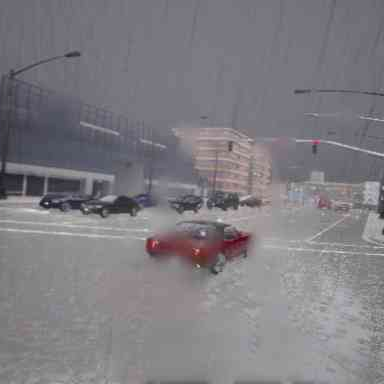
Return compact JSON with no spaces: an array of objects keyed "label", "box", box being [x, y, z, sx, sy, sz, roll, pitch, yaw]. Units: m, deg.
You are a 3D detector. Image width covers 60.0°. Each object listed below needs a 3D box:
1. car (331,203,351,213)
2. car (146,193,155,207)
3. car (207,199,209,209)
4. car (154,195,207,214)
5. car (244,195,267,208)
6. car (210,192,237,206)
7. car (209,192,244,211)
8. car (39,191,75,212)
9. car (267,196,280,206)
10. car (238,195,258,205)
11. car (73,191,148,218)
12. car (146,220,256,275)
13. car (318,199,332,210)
[{"label":"car","box":[25.070,2.712,55.894,1.895,1.301,4.718,5,1,29]},{"label":"car","box":[-4.447,0.870,31.364,1.812,1.442,4.674,5,1,29]},{"label":"car","box":[-0.198,1.051,39.137,1.812,1.442,4.674,5,2,29]},{"label":"car","box":[-0.914,1.138,30.548,2.128,1.511,4.902,5,1,29]},{"label":"car","box":[8.650,1.493,48.023,2.033,1.411,5.357,5,2,29]},{"label":"car","box":[4.592,0.996,47.848,2.097,1.767,4.553,5,2,28]},{"label":"car","box":[3.741,1.057,39.025,2.150,2.045,5.566,5,2,29]},{"label":"car","box":[-8.630,0.626,23.692,1.994,1.385,4.181,5,1,28]},{"label":"car","box":[13.665,1.484,57.032,2.097,1.767,4.553,5,1,29]},{"label":"car","box":[9.525,1.323,56.749,1.812,1.442,4.674,5,1,29]},{"label":"car","box":[-5.341,0.883,22.434,1.812,1.442,4.674,5,1,29]},{"label":"car","box":[0.586,1.580,10.652,1.895,1.301,4.718,5,0,27]},{"label":"car","box":[26.034,2.380,65.033,2.150,2.045,5.566,5,0,29]}]
